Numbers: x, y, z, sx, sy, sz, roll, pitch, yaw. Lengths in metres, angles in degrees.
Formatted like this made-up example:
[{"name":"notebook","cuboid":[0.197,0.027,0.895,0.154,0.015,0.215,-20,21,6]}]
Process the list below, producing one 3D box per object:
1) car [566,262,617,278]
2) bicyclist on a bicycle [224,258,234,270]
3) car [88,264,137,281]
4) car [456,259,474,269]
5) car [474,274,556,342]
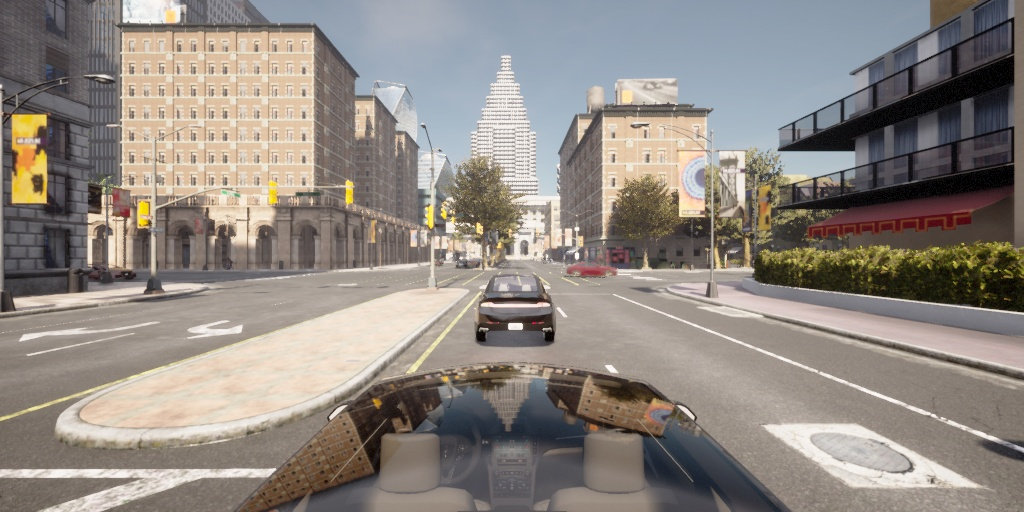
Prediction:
[{"name":"car","cuboid":[7.365,1.275,33.474,4.674,1.442,1.812,0,0,11]},{"name":"bicyclist on a bicycle","cuboid":[-37.237,1.049,47.225,0.582,1.620,1.656,0,0,0]},{"name":"car","cuboid":[-33.463,1.313,29.274,4.181,1.385,1.994,0,0,0]},{"name":"car","cuboid":[-8.002,1.240,58.564,2.128,1.511,4.902,0,0,0]},{"name":"car","cuboid":[0.083,1.241,9.815,2.128,1.511,4.902,0,0,0]}]
